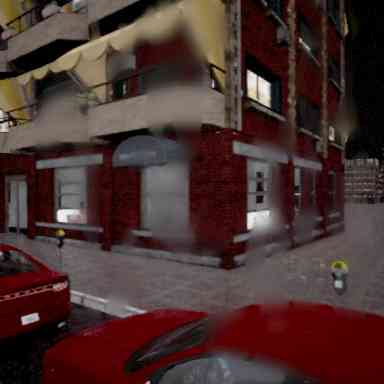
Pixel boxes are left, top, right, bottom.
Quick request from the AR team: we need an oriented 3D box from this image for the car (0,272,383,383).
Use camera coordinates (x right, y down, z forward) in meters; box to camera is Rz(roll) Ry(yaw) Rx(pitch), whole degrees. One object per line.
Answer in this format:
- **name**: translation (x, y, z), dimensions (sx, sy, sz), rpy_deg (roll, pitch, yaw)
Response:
- **car**: translation (0.658, 1.544, 2.415), dimensions (4.507, 1.381, 1.887), rpy_deg (0, 0, 36)

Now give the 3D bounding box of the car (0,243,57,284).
- **car**: translation (-3.950, 1.540, 5.705), dimensions (4.507, 1.381, 1.887), rpy_deg (0, 0, 36)
